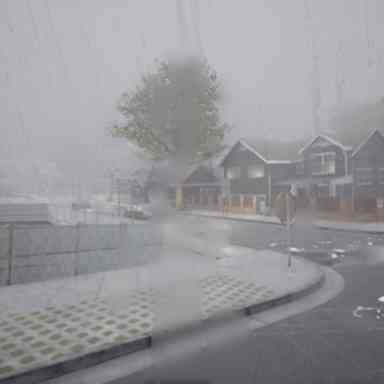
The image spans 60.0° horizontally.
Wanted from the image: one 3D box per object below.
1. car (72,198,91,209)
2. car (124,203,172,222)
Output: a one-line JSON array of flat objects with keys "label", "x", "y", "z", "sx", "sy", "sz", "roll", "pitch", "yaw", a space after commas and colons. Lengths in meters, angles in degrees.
[{"label": "car", "x": -15.035, "y": 1.545, "z": 45.056, "sx": 1.837, "sy": 1.490, "sz": 4.892, "roll": -3, "pitch": 1, "yaw": -29}, {"label": "car", "x": -3.596, "y": 1.586, "z": 25.988, "sx": 2.033, "sy": 1.411, "sz": 5.357, "roll": -3, "pitch": 2, "yaw": -33}]
